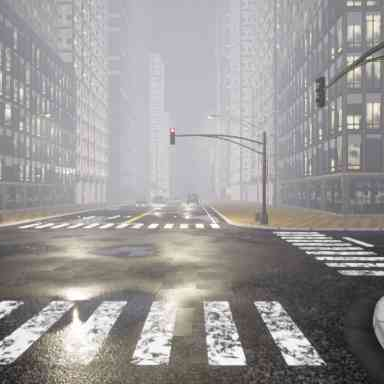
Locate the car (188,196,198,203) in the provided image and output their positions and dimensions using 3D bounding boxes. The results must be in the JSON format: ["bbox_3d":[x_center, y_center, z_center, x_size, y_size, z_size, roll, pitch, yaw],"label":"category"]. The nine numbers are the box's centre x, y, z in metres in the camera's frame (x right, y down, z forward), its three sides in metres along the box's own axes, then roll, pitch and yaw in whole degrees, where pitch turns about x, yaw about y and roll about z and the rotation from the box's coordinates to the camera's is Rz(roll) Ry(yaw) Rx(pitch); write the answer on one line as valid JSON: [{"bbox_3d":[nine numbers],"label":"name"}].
[{"bbox_3d":[0.141,1.541,70.588,1.994,1.385,4.181,0,0,0],"label":"car"}]

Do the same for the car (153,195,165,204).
[{"bbox_3d":[-6.372,1.468,64.382,2.097,1.767,4.553,0,0,0],"label":"car"}]

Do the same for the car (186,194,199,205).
[{"bbox_3d":[0.120,1.322,60.201,2.150,2.045,5.566,0,0,0],"label":"car"}]

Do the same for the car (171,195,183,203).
[{"bbox_3d":[-3.110,1.495,70.178,2.128,1.511,4.902,0,0,0],"label":"car"}]

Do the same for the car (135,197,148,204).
[{"bbox_3d":[-9.622,1.663,64.357,2.033,1.411,5.357,0,0,0],"label":"car"}]

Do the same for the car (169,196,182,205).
[{"bbox_3d":[-3.130,1.702,60.206,1.895,1.301,4.718,0,0,0],"label":"car"}]
